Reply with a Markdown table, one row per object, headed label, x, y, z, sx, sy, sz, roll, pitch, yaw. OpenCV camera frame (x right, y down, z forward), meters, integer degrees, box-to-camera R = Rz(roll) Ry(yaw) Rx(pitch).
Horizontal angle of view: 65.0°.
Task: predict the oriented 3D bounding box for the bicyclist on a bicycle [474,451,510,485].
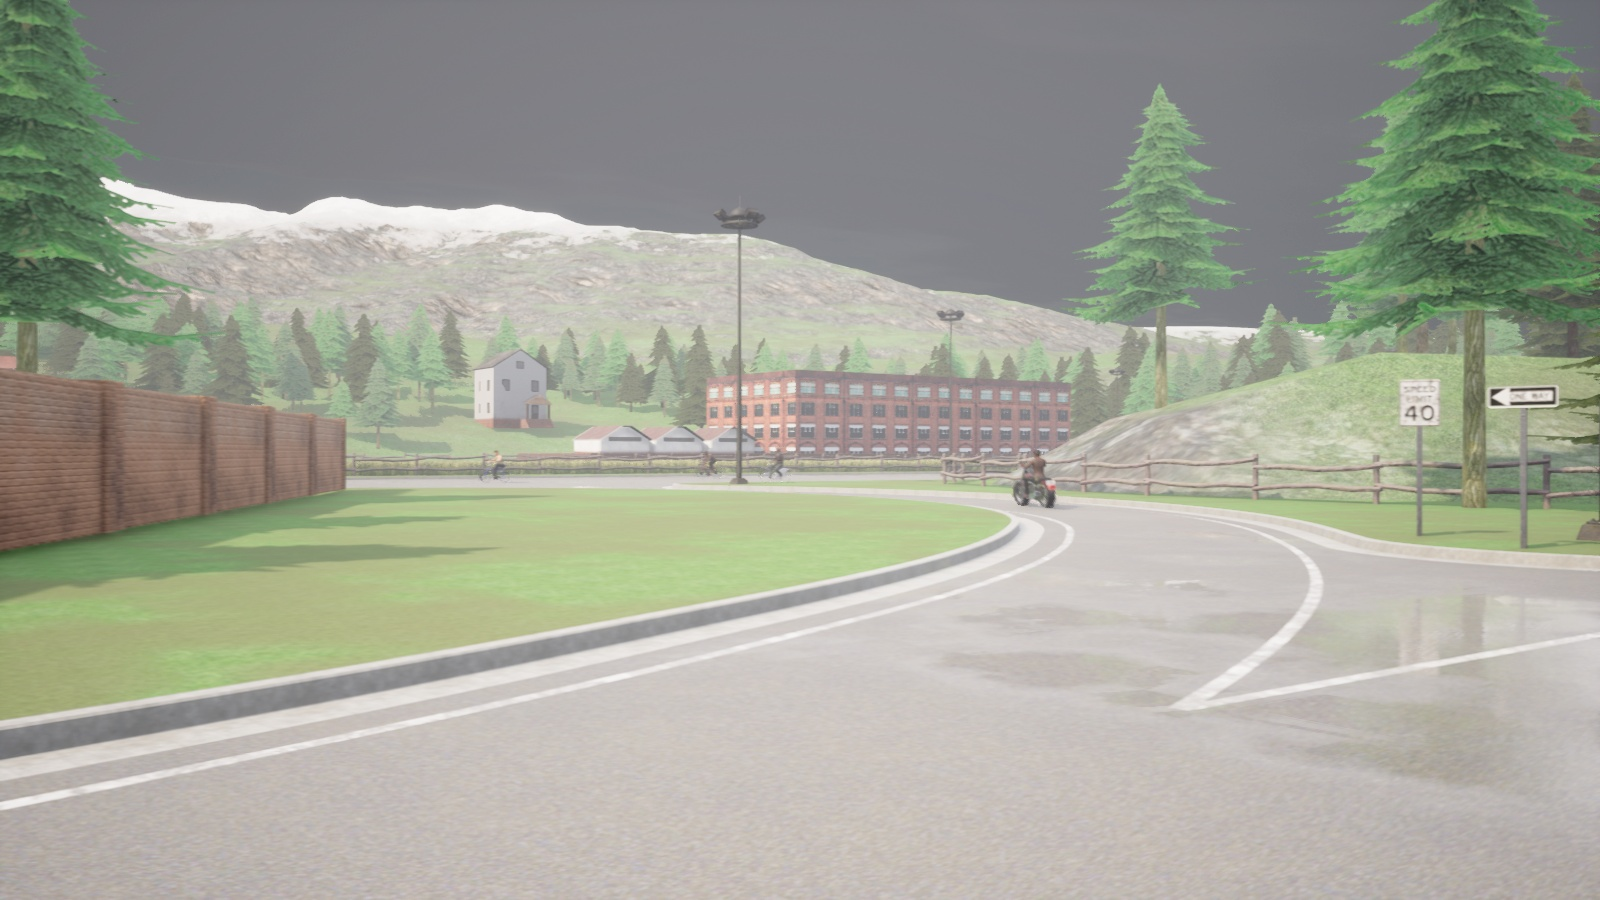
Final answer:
| label | x | y | z | sx | sy | sz | roll | pitch | yaw |
| --- | --- | --- | --- | --- | --- | --- | --- | --- | --- |
| bicyclist on a bicycle | -14.970 | 0.863 | 61.021 | 1.509 | 1.612 | 0.866 | 0 | 0 | -34 |

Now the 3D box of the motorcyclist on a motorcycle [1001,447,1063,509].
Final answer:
| label | x | y | z | sx | sy | sz | roll | pitch | yaw |
| --- | --- | --- | --- | --- | --- | --- | --- | --- | --- |
| motorcyclist on a motorcycle | 6.424 | 0.767 | 34.912 | 0.766 | 1.649 | 2.350 | -1 | 0 | -14 |

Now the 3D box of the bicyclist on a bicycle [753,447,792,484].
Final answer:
| label | x | y | z | sx | sy | sz | roll | pitch | yaw |
| --- | --- | --- | --- | --- | --- | --- | --- | --- | --- |
| bicyclist on a bicycle | -1.360 | 0.770 | 61.934 | 1.843 | 1.776 | 0.659 | 0 | 0 | -35 |
